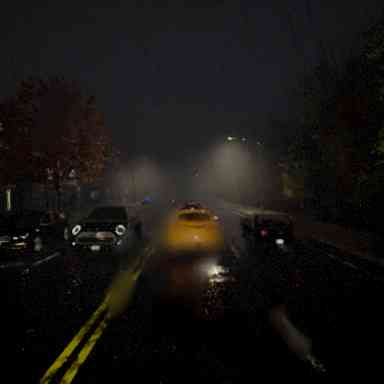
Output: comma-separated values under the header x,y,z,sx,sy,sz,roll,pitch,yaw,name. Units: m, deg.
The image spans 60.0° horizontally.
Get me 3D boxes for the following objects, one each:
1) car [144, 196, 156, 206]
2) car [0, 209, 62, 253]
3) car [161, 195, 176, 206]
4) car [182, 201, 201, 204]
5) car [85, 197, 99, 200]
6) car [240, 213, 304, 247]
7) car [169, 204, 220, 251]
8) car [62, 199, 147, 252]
x,y,z,sx,sy,sz,roll,pitch,yaw,name
-6.994,1.461,54.249,1.882,1.535,5.008,0,0,0,car
-6.597,1.500,13.753,1.837,1.490,4.892,0,0,0,car
-3.740,1.334,53.771,2.097,1.767,4.553,0,0,0,car
-0.010,1.551,33.044,1.994,1.385,4.181,0,0,-1,car
-20.671,1.799,71.161,4.313,1.339,1.947,-1,1,-1,car
3.354,1.595,14.885,1.895,1.301,4.718,0,0,0,car
0.104,1.472,14.149,1.882,1.535,5.008,0,0,0,car
-3.348,1.347,13.776,2.097,1.767,4.553,0,0,0,car
